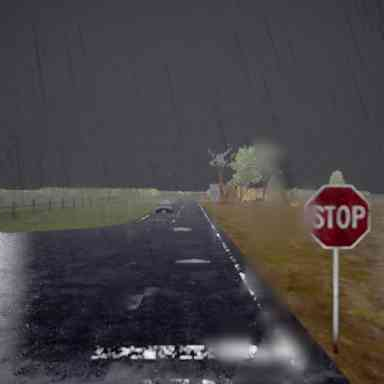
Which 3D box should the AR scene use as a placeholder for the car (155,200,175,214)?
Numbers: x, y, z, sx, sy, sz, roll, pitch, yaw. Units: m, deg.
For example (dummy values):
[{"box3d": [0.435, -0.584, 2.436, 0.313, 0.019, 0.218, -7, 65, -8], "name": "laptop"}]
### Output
[{"box3d": [-2.769, 1.557, 35.397, 2.033, 1.411, 5.357, 0, 0, 0], "name": "car"}]
